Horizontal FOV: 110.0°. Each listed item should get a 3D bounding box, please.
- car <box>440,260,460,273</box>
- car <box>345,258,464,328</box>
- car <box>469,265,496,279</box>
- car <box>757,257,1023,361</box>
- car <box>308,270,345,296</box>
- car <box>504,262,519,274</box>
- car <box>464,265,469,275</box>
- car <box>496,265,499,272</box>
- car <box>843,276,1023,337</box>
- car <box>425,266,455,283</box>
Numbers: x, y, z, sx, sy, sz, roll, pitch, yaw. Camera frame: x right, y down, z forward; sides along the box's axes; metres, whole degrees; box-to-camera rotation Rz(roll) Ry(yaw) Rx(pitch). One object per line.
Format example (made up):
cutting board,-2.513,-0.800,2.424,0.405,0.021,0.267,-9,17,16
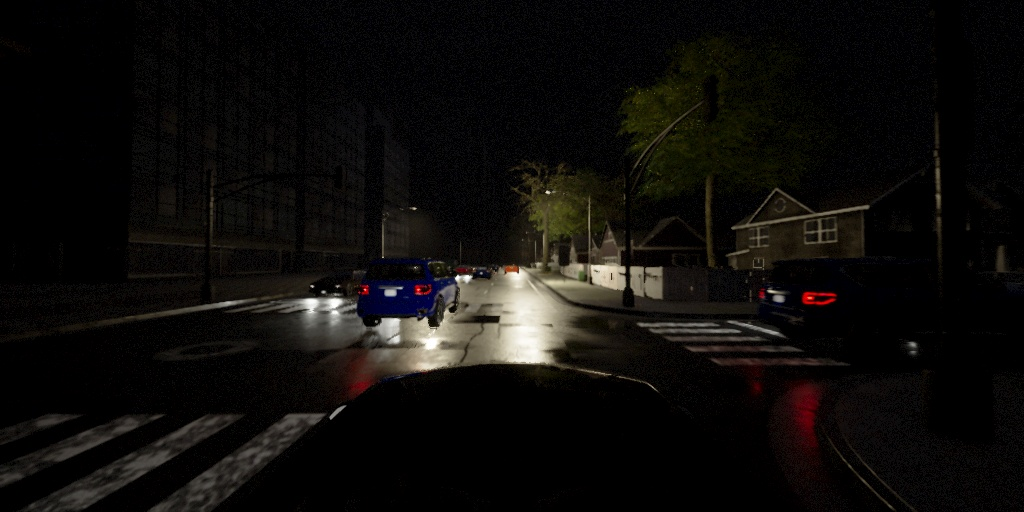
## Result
car,-9.779,1.648,56.619,2.150,2.045,5.566,0,-1,0
car,-3.156,1.091,12.001,2.150,2.045,5.566,0,-1,0
car,-3.166,1.766,38.991,1.994,1.385,4.181,0,-1,0
car,8.718,1.070,8.104,5.566,2.045,2.150,0,-2,0
car,-9.857,1.530,21.418,2.033,1.411,5.357,0,-1,0
car,-0.022,1.728,52.439,2.097,1.767,4.553,0,-1,0
car,-6.588,1.930,48.873,1.895,1.301,4.718,0,-1,0
car,-3.207,2.084,60.563,1.895,1.301,4.718,0,-1,0
car,13.231,1.401,10.574,4.902,1.511,2.128,0,-1,0
car,-6.603,1.694,33.269,1.994,1.385,4.181,0,-1,0
